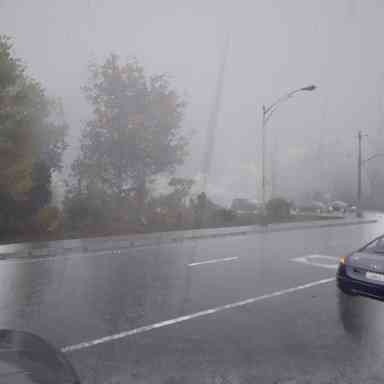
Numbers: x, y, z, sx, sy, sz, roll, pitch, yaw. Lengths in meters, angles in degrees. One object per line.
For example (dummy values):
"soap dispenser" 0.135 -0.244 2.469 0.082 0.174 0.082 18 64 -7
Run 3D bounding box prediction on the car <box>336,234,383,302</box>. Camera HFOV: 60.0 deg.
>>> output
"car" 5.129 1.574 7.412 4.181 1.385 1.994 0 0 -34

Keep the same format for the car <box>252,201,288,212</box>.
"car" 11.206 2.113 47.859 2.128 1.511 4.902 0 -3 -32

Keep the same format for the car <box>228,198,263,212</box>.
"car" 7.847 1.865 46.621 2.150 2.045 5.566 0 -3 -32

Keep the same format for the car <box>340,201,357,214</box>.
"car" 16.739 1.741 39.058 2.128 1.511 4.902 0 -2 -34

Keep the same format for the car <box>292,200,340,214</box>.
"car" 13.559 1.741 37.556 2.128 1.511 4.902 0 -2 -32

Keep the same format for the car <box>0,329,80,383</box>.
"car" -3.033 1.505 1.581 4.892 1.490 1.837 0 0 -36

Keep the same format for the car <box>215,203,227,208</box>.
"car" 4.923 2.715 57.849 2.128 1.511 4.902 0 -3 -32
